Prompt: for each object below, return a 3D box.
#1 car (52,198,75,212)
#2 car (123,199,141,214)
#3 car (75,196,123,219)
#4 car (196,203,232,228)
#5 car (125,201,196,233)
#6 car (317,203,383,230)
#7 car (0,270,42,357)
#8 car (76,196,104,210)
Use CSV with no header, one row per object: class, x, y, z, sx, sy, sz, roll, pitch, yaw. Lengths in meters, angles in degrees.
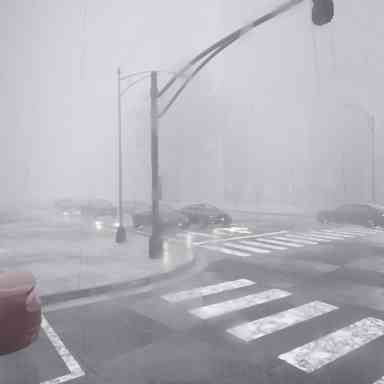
car,-13.787,1.319,36.333,2.033,1.411,5.357,-1,1,-36
car,-5.128,1.373,29.795,1.994,1.385,4.181,-1,1,-35
car,-7.997,1.331,28.217,1.882,1.535,5.008,-1,1,-35
car,0.676,1.454,21.665,1.994,1.385,4.181,-1,1,-36
car,-1.990,1.463,19.807,1.812,1.442,4.674,-1,1,-35
car,9.939,1.372,20.229,1.812,1.442,4.674,-1,1,-36
car,-4.144,1.545,3.702,4.507,1.381,1.887,0,-1,-36
car,-12.268,1.236,39.823,1.812,1.442,4.674,-1,1,-36
